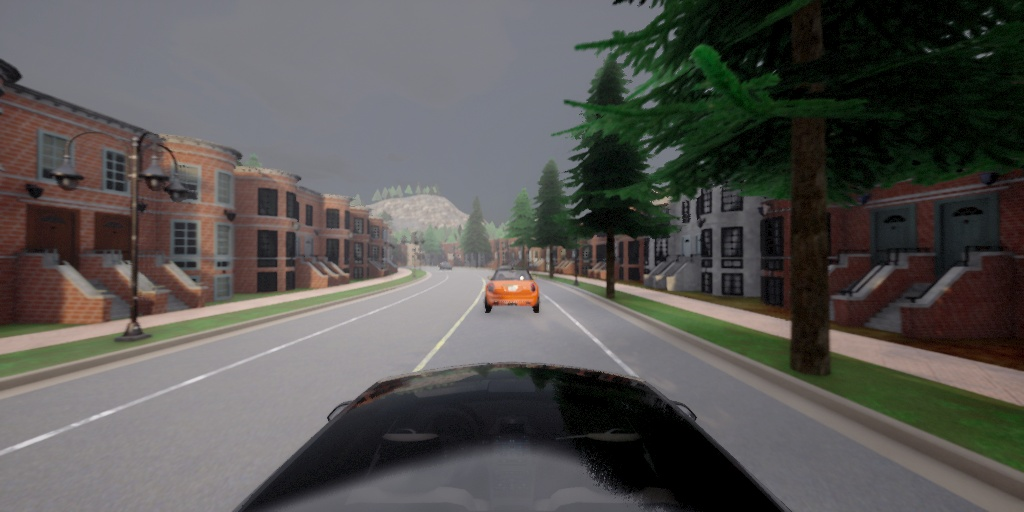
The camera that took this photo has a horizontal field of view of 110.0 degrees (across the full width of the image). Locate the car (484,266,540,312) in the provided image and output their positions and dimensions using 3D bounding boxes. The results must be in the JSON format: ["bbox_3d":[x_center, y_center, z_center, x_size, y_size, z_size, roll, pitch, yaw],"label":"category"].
[{"bbox_3d":[0.005,1.244,15.241,2.097,1.767,4.553,0,-1,0],"label":"car"}]

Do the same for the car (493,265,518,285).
[{"bbox_3d":[-0.635,1.583,30.830,1.812,1.442,4.674,0,0,-5],"label":"car"}]
